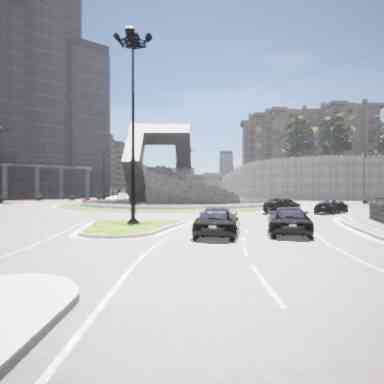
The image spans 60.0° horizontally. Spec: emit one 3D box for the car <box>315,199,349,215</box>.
[{"bbox_3d":[13.446,1.369,31.919,1.994,1.385,4.181,0,0,45],"label":"car"}]

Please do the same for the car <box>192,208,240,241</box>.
[{"bbox_3d":[1.265,1.464,16.253,1.994,1.385,4.181,0,0,11],"label":"car"}]

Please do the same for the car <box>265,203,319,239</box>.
[{"bbox_3d":[4.914,1.461,16.870,1.994,1.385,4.181,0,0,11],"label":"car"}]

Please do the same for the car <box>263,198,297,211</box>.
[{"bbox_3d":[8.716,1.309,32.053,1.837,1.490,4.892,-1,0,44],"label":"car"}]
